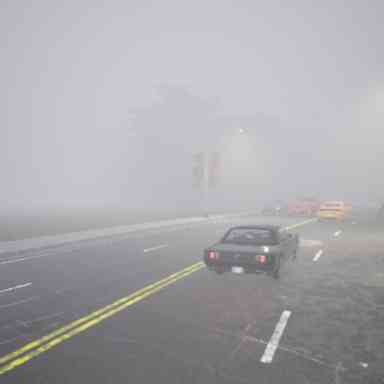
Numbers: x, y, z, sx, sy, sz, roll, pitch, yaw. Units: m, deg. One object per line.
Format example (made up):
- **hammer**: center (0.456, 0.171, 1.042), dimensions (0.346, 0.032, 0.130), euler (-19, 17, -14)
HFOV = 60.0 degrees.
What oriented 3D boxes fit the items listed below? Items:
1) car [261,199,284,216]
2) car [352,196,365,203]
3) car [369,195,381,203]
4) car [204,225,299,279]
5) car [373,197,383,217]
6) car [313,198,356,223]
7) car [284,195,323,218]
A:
- **car**: center (8.837, 1.530, 34.411), dimensions (2.097, 1.767, 4.553), euler (-2, -1, 36)
- **car**: center (33.452, 1.468, 66.986), dimensions (1.812, 1.442, 4.674), euler (-2, -1, 37)
- **car**: center (35.793, 1.348, 64.697), dimensions (1.882, 1.535, 5.008), euler (-2, -1, 37)
- **car**: center (2.115, 1.667, 10.364), dimensions (1.895, 1.301, 4.718), euler (-1, -1, 26)
- **car**: center (18.046, 1.441, 30.182), dimensions (1.812, 1.442, 4.674), euler (-2, -1, 37)
- **car**: center (11.367, 1.505, 26.305), dimensions (1.882, 1.535, 5.008), euler (-2, -1, 34)
- **car**: center (11.191, 1.318, 32.163), dimensions (2.150, 2.045, 5.566), euler (-2, -1, 36)
